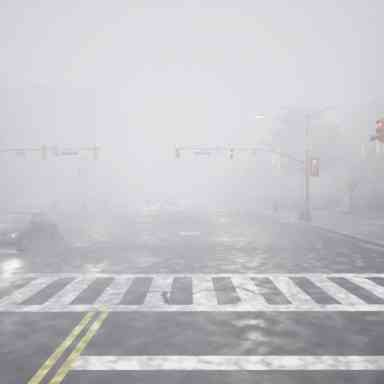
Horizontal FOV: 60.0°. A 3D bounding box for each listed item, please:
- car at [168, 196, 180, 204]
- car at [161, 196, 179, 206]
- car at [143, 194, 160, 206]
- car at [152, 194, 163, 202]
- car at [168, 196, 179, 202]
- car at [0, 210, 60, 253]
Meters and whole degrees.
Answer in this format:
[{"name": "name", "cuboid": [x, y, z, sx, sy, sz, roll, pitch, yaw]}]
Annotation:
[{"name": "car", "cuboid": [-3.483, 1.547, 65.865, 2.033, 1.411, 5.357, 0, 0, 0]}, {"name": "car", "cuboid": [-3.491, 1.547, 55.854, 2.033, 1.411, 5.357, 0, 0, 0]}, {"name": "car", "cuboid": [-6.993, 1.505, 55.858, 1.837, 1.490, 4.892, 0, 0, 0]}, {"name": "car", "cuboid": [-7.841, 1.355, 75.995, 2.097, 1.767, 4.553, 0, 0, -10]}, {"name": "car", "cuboid": [-4.222, 1.553, 75.847, 1.994, 1.385, 4.181, 0, 0, -10]}, {"name": "car", "cuboid": [-7.057, 1.525, 13.856, 1.812, 1.442, 4.674, 0, 0, 0]}]
